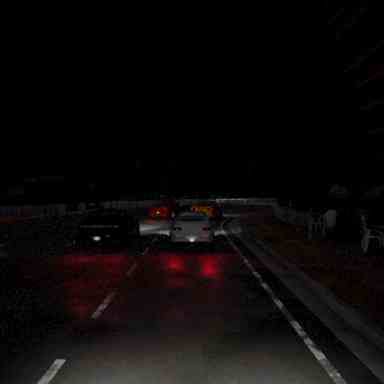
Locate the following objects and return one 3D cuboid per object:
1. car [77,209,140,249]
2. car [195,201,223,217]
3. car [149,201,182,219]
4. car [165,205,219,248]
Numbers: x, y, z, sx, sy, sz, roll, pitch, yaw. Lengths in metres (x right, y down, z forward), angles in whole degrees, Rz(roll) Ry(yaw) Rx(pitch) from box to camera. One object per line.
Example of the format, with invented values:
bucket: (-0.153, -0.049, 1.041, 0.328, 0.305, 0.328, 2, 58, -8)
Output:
car: (-3.500, 1.495, 14.650, 2.128, 1.511, 4.902, 0, 0, 0)
car: (1.309, 1.485, 28.096, 1.882, 1.535, 5.008, 0, 0, 16)
car: (-2.061, 1.485, 29.041, 1.882, 1.535, 5.008, 0, 0, 16)
car: (0.000, 1.533, 14.650, 1.812, 1.442, 4.674, 0, 0, 0)
